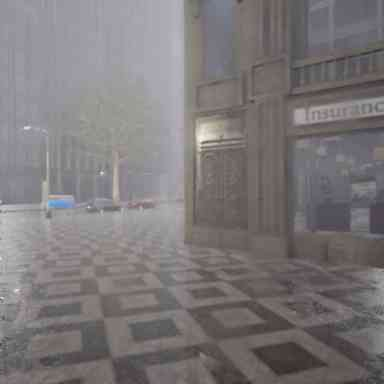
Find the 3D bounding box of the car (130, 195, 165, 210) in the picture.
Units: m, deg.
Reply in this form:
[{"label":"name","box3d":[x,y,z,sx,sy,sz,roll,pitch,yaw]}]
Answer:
[{"label":"car","box3d":[-5.731,1.420,39.168,1.887,1.381,4.507,1,1,36]}]

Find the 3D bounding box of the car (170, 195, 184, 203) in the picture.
[{"label":"car","box3d":[-2.783,1.193,57.818,2.008,1.369,4.403,1,1,36]}]

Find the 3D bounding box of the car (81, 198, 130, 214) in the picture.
[{"label":"car","box3d":[-9.018,1.511,34.614,1.947,1.339,4.313,1,1,36]}]

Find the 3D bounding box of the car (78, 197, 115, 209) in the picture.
[{"label":"car","box3d":[-12.649,1.431,44.151,2.008,1.369,4.403,1,1,36]}]

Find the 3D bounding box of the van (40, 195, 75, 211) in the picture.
[{"label":"van","box3d":[-15.936,1.292,39.594,1.690,1.788,3.998,1,1,36]}]

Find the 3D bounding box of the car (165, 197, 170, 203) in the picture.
[{"label":"car","box3d":[-6.170,1.252,53.126,1.752,1.417,4.829,1,1,36]}]
